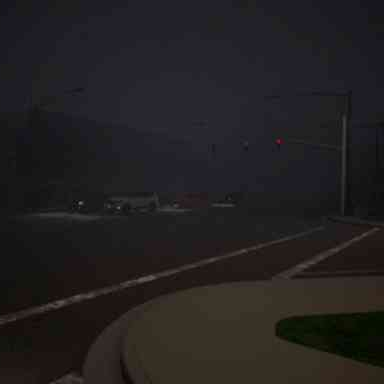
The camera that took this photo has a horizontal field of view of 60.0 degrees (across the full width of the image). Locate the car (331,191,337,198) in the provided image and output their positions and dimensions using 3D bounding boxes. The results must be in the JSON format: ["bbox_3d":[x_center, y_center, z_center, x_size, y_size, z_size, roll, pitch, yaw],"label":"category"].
[{"bbox_3d":[30.198,0.510,68.992,1.994,1.385,4.181,1,0,35],"label":"car"}]

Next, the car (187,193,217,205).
[{"bbox_3d":[1.395,0.916,45.886,1.895,1.301,4.718,1,2,35],"label":"car"}]

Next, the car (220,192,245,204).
[{"bbox_3d":[5.645,0.813,45.880,1.837,1.490,4.892,1,2,35],"label":"car"}]

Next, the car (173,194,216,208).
[{"bbox_3d":[0.333,0.984,38.184,1.882,1.535,5.008,1,2,35],"label":"car"}]

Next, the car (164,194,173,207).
[{"bbox_3d":[-3.878,0.971,38.244,1.882,1.535,5.008,1,2,34],"label":"car"}]

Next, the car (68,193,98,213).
[{"bbox_3d":[-9.111,0.916,30.657,2.097,1.767,4.553,1,1,35],"label":"car"}]

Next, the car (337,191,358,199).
[{"bbox_3d":[27.471,0.515,58.694,1.812,1.442,4.674,1,1,35],"label":"car"}]

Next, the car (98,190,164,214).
[{"bbox_3d":[-5.341,0.828,29.959,2.150,2.045,5.566,1,1,34],"label":"car"}]

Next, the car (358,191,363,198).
[{"bbox_3d":[33.137,0.512,67.089,1.837,1.490,4.892,1,0,35],"label":"car"}]
